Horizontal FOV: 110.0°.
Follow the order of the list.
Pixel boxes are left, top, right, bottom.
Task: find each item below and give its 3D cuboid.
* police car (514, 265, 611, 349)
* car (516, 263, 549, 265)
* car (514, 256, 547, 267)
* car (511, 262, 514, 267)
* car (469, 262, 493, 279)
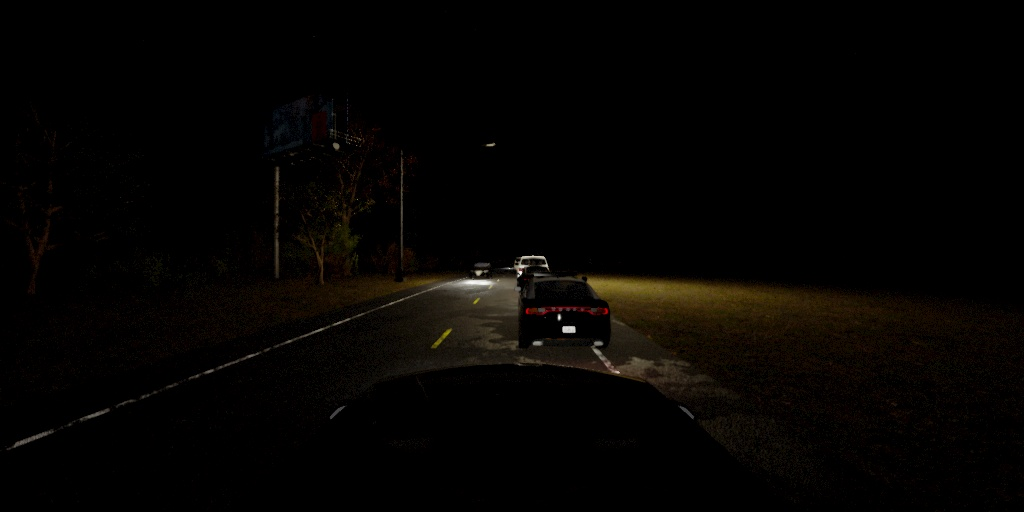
[{"bbox_3d":[1.100,1.182,9.316,1.930,1.638,5.238,0,0,1],"label":"police car"},{"bbox_3d":[1.276,1.290,19.172,1.837,1.490,4.892,0,0,1],"label":"car"},{"bbox_3d":[1.445,1.036,25.181,2.150,2.045,5.566,0,0,2],"label":"car"},{"bbox_3d":[1.393,1.188,46.526,2.150,2.045,5.566,0,0,4],"label":"car"},{"bbox_3d":[-2.853,1.359,34.100,2.128,1.511,4.902,0,0,2],"label":"car"}]
